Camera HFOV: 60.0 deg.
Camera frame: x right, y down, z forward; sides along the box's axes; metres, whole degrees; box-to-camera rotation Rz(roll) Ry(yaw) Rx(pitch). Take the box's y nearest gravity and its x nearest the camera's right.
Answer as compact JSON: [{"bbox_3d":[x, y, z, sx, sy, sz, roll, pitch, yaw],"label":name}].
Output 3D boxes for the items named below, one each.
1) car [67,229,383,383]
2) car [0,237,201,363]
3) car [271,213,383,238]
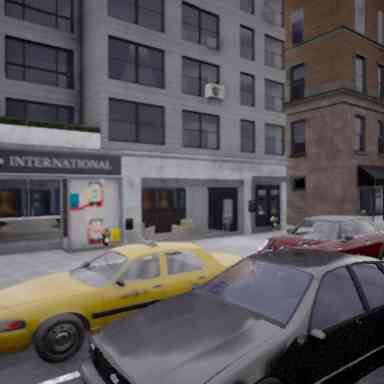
[{"bbox_3d":[1.430,1.528,4.390,5.357,1.411,2.033,0,0,-35],"label":"car"},{"bbox_3d":[-0.991,1.512,5.822,4.829,1.417,1.752,0,0,-35],"label":"car"},{"bbox_3d":[3.652,1.396,9.120,4.097,1.590,1.967,0,0,-35],"label":"car"}]
